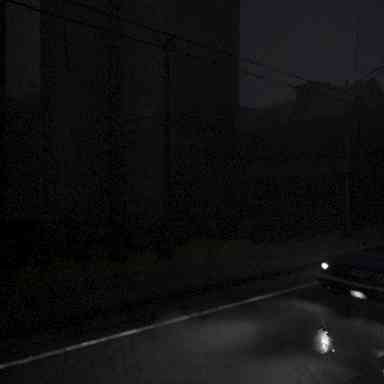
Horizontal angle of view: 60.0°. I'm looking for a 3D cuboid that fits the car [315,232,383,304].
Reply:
[{"bbox_3d":[4.885,1.596,7.485,4.718,1.301,1.895,0,0,-36],"label":"car"}]
